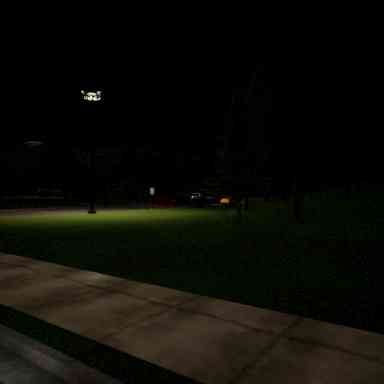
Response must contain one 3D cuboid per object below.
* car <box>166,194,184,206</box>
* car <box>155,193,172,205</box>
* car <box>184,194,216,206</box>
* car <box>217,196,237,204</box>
[{"bbox_3d":[-1.641,1.504,55.794,1.837,1.490,4.892,0,0,37],"label":"car"},{"bbox_3d":[-4.150,1.221,58.277,2.150,2.045,5.566,0,0,36],"label":"car"},{"bbox_3d":[1.397,1.477,54.010,1.882,1.535,5.008,0,0,37],"label":"car"},{"bbox_3d":[7.225,1.477,62.062,1.882,1.535,5.008,0,0,36],"label":"car"}]
